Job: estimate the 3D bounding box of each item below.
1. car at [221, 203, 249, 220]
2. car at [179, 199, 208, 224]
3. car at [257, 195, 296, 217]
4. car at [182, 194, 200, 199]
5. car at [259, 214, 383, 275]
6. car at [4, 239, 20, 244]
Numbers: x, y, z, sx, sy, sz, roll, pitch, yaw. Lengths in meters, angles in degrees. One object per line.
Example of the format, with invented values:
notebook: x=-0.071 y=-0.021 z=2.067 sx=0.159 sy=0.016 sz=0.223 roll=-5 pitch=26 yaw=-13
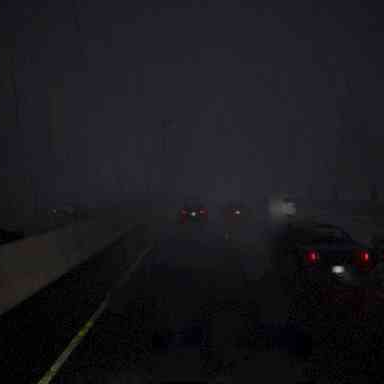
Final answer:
car: x=3.595 y=1.581 z=28.256 sx=1.994 sy=1.385 sz=4.181 roll=0 pitch=0 yaw=0
car: x=0.101 y=1.518 z=24.791 sx=2.163 sy=1.488 sz=4.792 roll=0 pitch=0 yaw=0
car: x=7.085 y=1.238 z=28.343 sx=2.150 sy=2.045 sz=5.566 roll=0 pitch=0 yaw=-1
car: x=-0.125 y=1.246 z=42.665 sx=2.150 sy=2.045 sz=5.566 roll=0 pitch=0 yaw=-2
car: x=3.600 y=1.607 z=10.386 sx=1.895 sy=1.301 sz=4.718 roll=0 pitch=0 yaw=0
car: x=-7.098 y=1.607 z=9.928 sx=1.895 sy=1.301 sz=4.718 roll=0 pitch=0 yaw=0
